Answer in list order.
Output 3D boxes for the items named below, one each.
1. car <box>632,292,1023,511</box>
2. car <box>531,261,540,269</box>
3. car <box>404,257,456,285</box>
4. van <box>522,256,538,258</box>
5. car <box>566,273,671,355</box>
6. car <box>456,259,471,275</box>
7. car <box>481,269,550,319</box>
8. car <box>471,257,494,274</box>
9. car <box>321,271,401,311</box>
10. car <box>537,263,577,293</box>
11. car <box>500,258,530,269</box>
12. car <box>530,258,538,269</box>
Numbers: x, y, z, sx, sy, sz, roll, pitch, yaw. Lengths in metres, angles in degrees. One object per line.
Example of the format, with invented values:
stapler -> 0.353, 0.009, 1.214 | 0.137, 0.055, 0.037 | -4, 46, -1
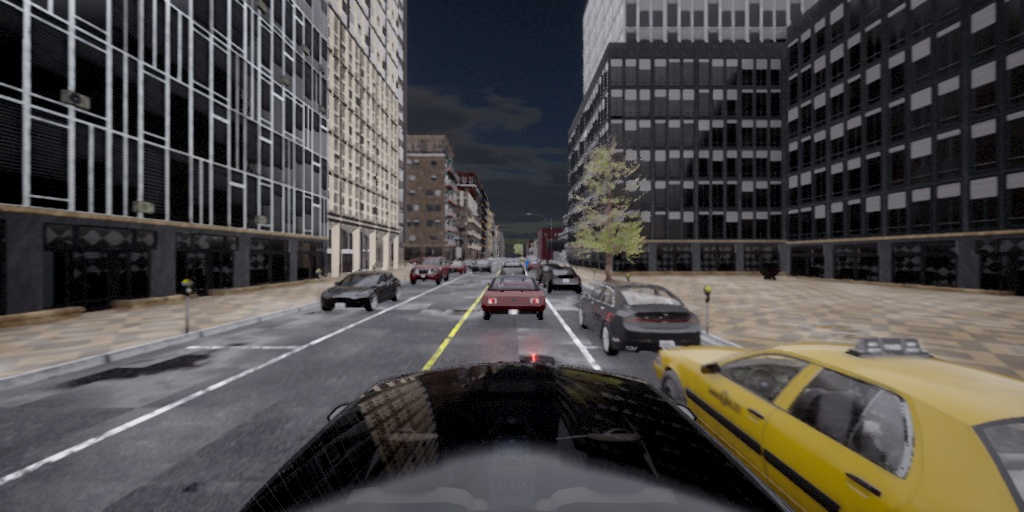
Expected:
car -> 2.664, 1.271, 2.820 | 1.751, 1.417, 4.829 | 0, 0, 0
car -> 2.655, 1.210, 25.406 | 1.948, 1.339, 4.313 | 0, 0, 0
car -> -5.693, 0.959, 25.430 | 2.192, 1.841, 5.009 | 0, 0, 0
van -> 2.651, 0.896, 48.161 | 1.690, 1.789, 3.998 | 0, 0, 0
car -> 2.658, 1.270, 8.339 | 2.007, 1.370, 4.403 | 0, 0, 0
car -> -5.695, 1.144, 36.809 | 1.888, 1.381, 4.507 | 0, 0, 0
car -> 0.061, 1.301, 12.454 | 1.895, 1.301, 4.718 | 0, 0, 0
car -> -3.103, 1.071, 38.113 | 1.882, 1.535, 5.008 | 0, 0, 0
car -> -5.691, 1.259, 14.053 | 1.948, 1.339, 4.313 | 0, 0, 0
car -> 2.656, 1.234, 19.716 | 1.948, 1.339, 4.313 | 0, 0, 0
car -> 0.069, 1.123, 28.887 | 2.128, 1.511, 4.902 | 0, 0, 0
car -> 2.652, 1.159, 42.472 | 1.802, 1.307, 4.207 | 0, 0, 0
